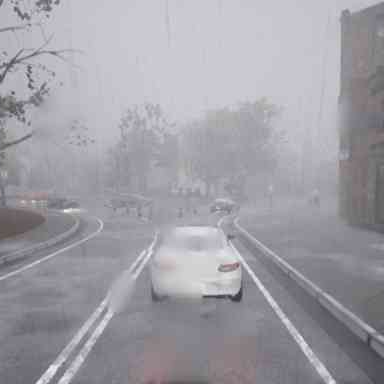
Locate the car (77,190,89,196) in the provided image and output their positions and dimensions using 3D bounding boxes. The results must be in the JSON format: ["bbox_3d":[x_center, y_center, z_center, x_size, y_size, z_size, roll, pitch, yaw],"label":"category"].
[{"bbox_3d":[-22.434,0.176,70.512,1.994,1.385,4.181,1,2,34],"label":"car"}]

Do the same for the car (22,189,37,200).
[{"bbox_3d":[-26.511,0.388,55.495,2.097,1.767,4.553,0,2,-2],"label":"car"}]

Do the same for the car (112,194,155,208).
[{"bbox_3d":[-6.728,1.010,38.206,4.892,1.490,1.837,0,3,10],"label":"car"}]

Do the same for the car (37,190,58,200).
[{"bbox_3d":[-23.245,0.563,54.766,1.837,1.490,4.892,-1,1,-4],"label":"car"}]

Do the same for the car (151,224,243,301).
[{"bbox_3d":[0.105,1.503,8.156,1.812,1.442,4.674,0,0,0],"label":"car"}]

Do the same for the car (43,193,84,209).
[{"bbox_3d":[-14.122,1.116,36.471,4.181,1.385,1.994,1,2,41],"label":"car"}]

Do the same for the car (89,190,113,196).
[{"bbox_3d":[-18.668,0.046,70.021,1.994,1.385,4.181,1,2,39],"label":"car"}]

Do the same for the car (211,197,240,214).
[{"bbox_3d":[3.195,1.204,31.433,1.812,1.442,4.674,1,1,23],"label":"car"}]
